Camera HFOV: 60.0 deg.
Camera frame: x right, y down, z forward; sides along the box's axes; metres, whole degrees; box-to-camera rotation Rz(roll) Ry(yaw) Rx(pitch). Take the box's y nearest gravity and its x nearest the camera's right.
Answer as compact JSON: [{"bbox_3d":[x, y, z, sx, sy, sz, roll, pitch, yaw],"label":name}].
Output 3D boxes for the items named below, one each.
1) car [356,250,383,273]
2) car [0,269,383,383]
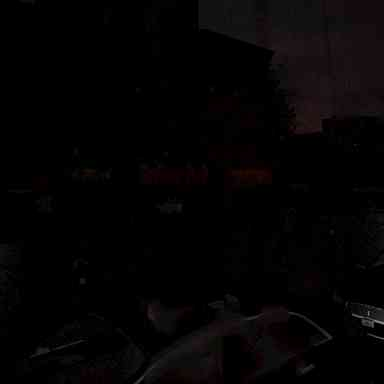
[{"bbox_3d":[4.172,1.549,5.801,4.403,1.369,2.008,0,-2,-35],"label":"car"},{"bbox_3d":[-0.268,1.550,2.643,4.403,1.369,2.008,0,-2,-35],"label":"car"}]
